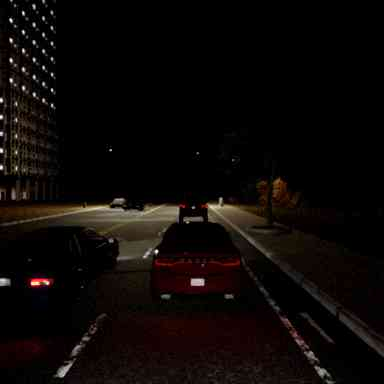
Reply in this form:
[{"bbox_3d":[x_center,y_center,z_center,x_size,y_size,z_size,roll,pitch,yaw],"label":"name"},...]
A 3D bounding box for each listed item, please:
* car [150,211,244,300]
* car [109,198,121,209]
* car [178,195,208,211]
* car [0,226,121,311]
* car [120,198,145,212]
[{"bbox_3d":[0.102,1.476,8.458,1.882,1.535,5.008,0,0,0],"label":"car"},{"bbox_3d":[-9.775,1.540,45.326,2.033,1.411,5.357,0,0,1],"label":"car"},{"bbox_3d":[0.104,1.218,26.537,2.150,2.045,5.566,0,0,0],"label":"car"},{"bbox_3d":[-3.148,1.546,8.033,2.033,1.411,5.357,0,0,0],"label":"car"},{"bbox_3d":[-6.571,1.519,38.249,1.812,1.442,4.674,0,0,0],"label":"car"}]
